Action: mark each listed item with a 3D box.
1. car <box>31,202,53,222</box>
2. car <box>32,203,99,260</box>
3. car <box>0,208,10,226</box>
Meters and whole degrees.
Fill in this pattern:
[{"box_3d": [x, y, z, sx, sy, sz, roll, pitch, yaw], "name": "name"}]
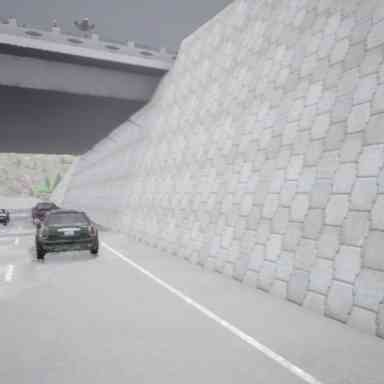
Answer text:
[{"box_3d": [-11.812, 1.604, 26.849, 2.097, 1.767, 4.553, 0, 0, -26], "name": "car"}, {"box_3d": [-5.169, 1.470, 13.400, 2.097, 1.767, 4.553, 0, 0, -26], "name": "car"}, {"box_3d": [-14.871, 1.874, 25.137, 1.895, 1.301, 4.718, 0, 0, -26], "name": "car"}]
